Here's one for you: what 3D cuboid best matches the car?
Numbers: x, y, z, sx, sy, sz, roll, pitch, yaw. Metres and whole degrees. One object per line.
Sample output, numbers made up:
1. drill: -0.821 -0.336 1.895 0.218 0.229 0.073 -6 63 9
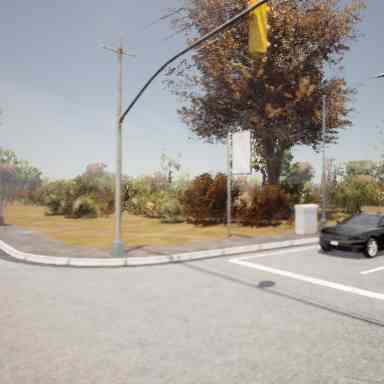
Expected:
1. car: 7.150 1.577 13.403 5.008 1.535 1.882 1 0 -36
